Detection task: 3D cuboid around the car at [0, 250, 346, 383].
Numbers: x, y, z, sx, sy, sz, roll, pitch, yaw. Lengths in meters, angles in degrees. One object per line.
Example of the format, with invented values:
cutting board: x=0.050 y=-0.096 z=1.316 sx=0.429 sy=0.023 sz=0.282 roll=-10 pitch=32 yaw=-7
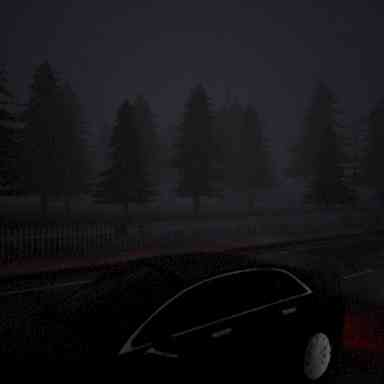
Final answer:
car: x=-0.176 y=1.521 z=3.832 sx=4.892 sy=1.490 sz=1.837 roll=1 pitch=-1 yaw=-35
